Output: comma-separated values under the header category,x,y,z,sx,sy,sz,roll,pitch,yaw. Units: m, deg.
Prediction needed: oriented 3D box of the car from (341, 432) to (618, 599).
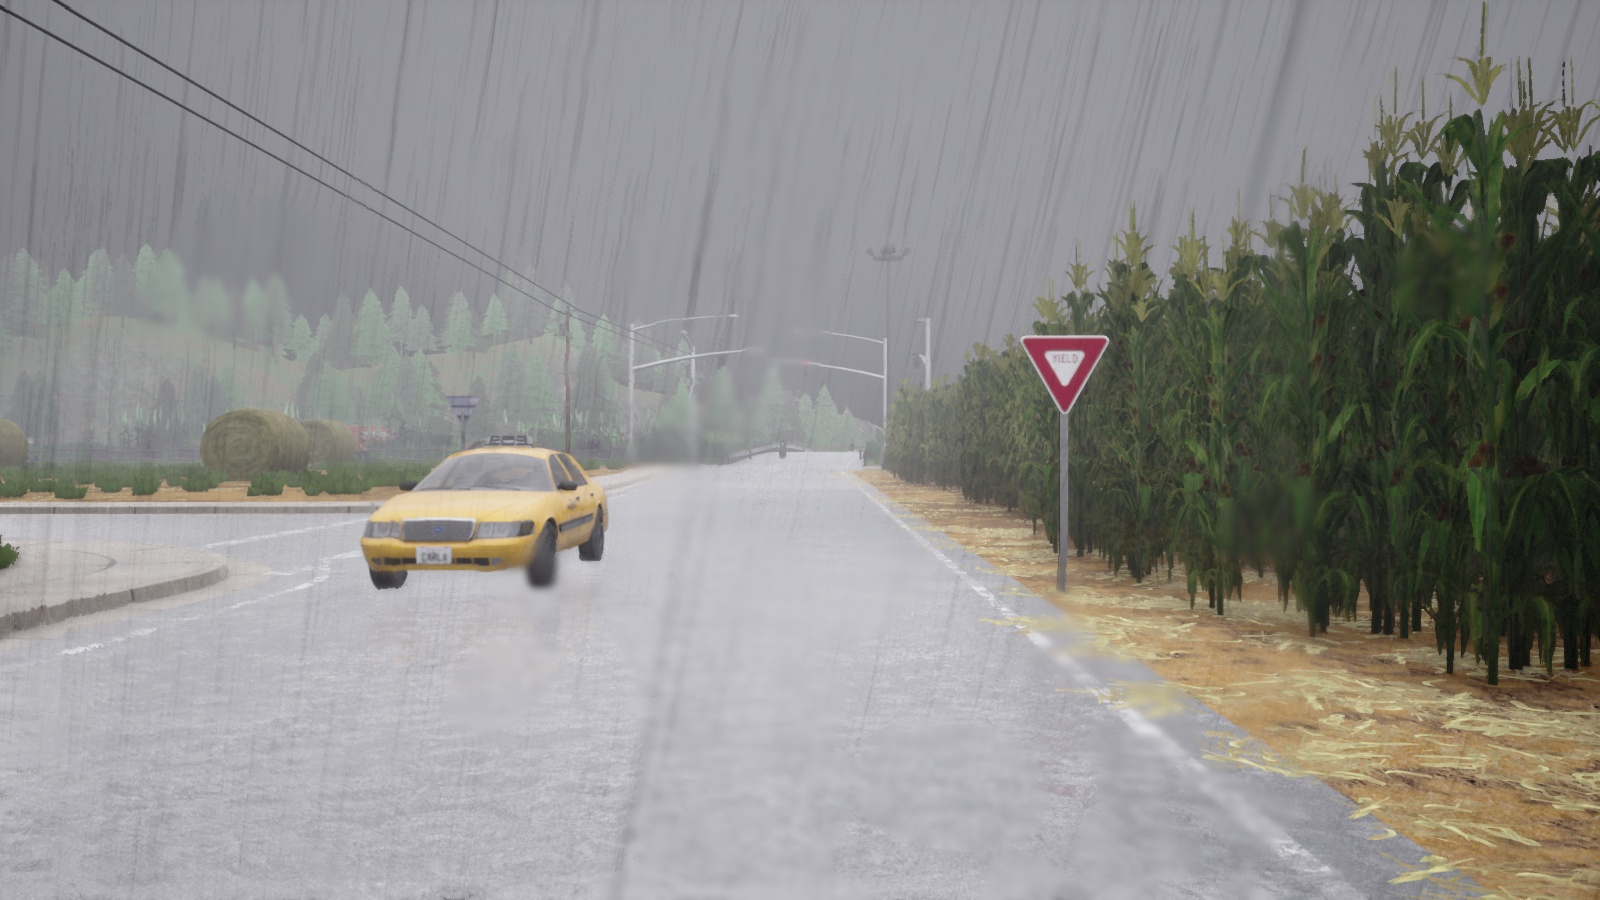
category,x,y,z,sx,sy,sz,roll,pitch,yaw
car,-3.406,0.594,14.513,1.801,1.575,5.366,0,1,0
